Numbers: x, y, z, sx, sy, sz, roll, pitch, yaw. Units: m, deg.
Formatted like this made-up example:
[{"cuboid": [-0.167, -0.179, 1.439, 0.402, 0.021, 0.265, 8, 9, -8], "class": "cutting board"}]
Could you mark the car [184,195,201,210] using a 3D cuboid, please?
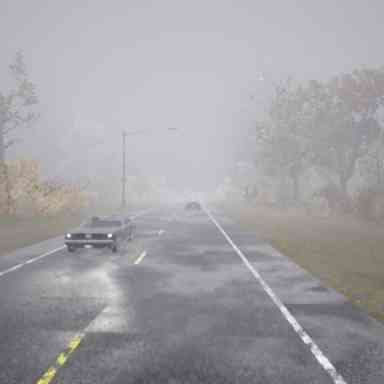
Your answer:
[{"cuboid": [0.141, 1.519, 43.555, 1.812, 1.442, 4.674, 0, 0, 0], "class": "car"}]

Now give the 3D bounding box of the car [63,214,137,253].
[{"cuboid": [-3.600, 1.601, 13.803, 1.895, 1.301, 4.718, 0, 0, 0], "class": "car"}]

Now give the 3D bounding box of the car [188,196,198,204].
[{"cuboid": [0.246, 1.512, 62.258, 1.812, 1.442, 4.674, 0, 0, 0], "class": "car"}]
